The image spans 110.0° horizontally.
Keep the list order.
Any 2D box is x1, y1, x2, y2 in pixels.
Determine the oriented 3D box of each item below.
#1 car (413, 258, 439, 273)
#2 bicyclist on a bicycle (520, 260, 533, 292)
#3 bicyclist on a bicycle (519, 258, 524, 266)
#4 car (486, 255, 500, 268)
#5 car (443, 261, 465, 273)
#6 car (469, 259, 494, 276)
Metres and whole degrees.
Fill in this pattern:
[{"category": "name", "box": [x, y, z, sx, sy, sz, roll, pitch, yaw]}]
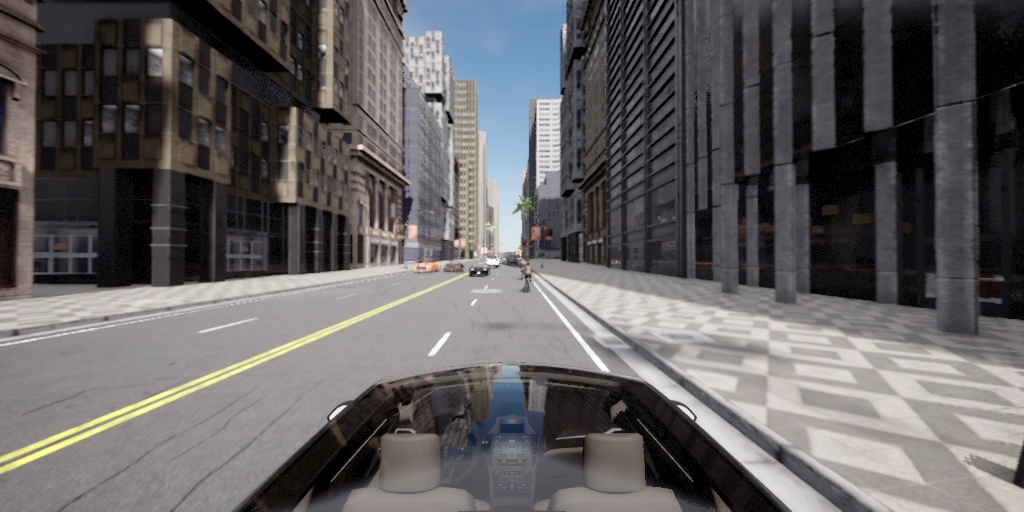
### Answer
[{"category": "car", "box": [-9.838, 1.035, 41.159, 2.097, 1.767, 4.553, 0, 0, 0]}, {"category": "bicyclist on a bicycle", "box": [0.892, 1.180, 19.531, 0.582, 1.620, 1.656, 0, 0, 0]}, {"category": "bicyclist on a bicycle", "box": [0.891, 1.083, 29.598, 0.659, 1.776, 1.843, 0, 0, 0]}, {"category": "car", "box": [-3.156, 0.832, 58.673, 2.150, 2.045, 5.566, 0, 0, 0]}, {"category": "car", "box": [-6.590, 1.248, 41.225, 1.994, 1.385, 4.181, 0, 0, 0]}, {"category": "car", "box": [-3.153, 1.298, 36.363, 1.895, 1.301, 4.718, 0, 0, 0]}]
